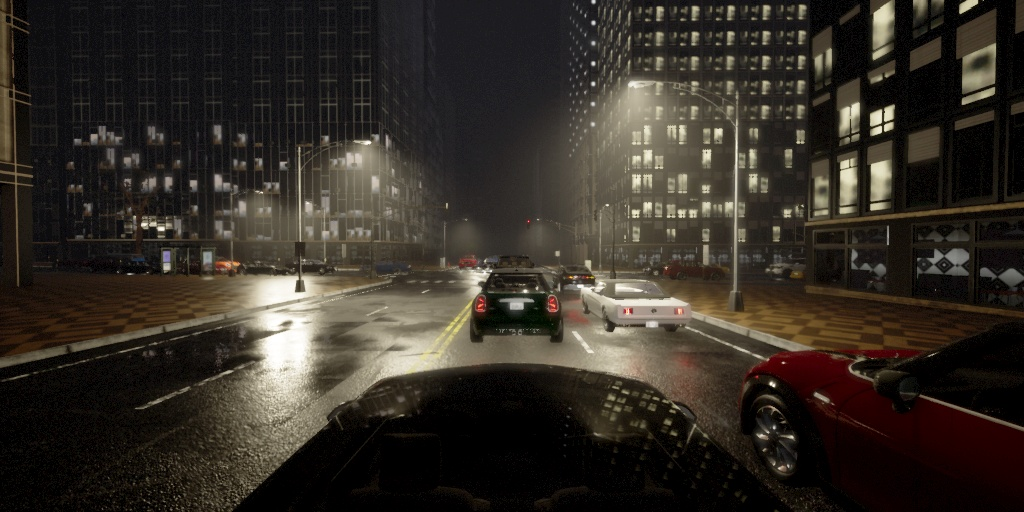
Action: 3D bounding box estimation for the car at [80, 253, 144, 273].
[{"bbox_3d":[-39.386,0.763,35.813,4.553,1.767,2.097,1,1,1],"label":"car"}]

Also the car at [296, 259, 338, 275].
[{"bbox_3d":[-19.774,1.081,35.389,4.902,1.511,2.128,1,1,1],"label":"car"}]

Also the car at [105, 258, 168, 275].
[{"bbox_3d":[-34.063,1.068,33.062,4.313,1.339,1.948,0,0,1],"label":"car"}]

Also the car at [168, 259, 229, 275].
[{"bbox_3d":[-28.383,1.137,32.883,4.207,1.307,1.802,0,0,1],"label":"car"}]

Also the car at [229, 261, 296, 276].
[{"bbox_3d":[-22.699,1.173,32.744,4.313,1.339,1.948,0,0,1],"label":"car"}]

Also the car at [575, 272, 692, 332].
[{"bbox_3d":[3.360,1.347,10.796,1.895,1.301,4.718,0,0,0],"label":"car"}]

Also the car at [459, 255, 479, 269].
[{"bbox_3d":[-6.543,0.935,53.938,2.150,2.045,5.566,0,0,0],"label":"car"}]

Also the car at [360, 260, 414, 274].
[{"bbox_3d":[-13.352,1.143,38.457,5.357,1.411,2.033,1,1,1],"label":"car"}]

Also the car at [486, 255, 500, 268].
[{"bbox_3d":[-3.260,0.925,62.565,2.150,2.045,5.566,0,0,0],"label":"car"}]

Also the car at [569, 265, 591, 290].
[{"bbox_3d":[3.369,1.245,20.053,1.837,1.490,4.892,0,0,0],"label":"car"}]

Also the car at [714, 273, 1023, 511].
[{"bbox_3d":[3.350,1.102,1.778,2.097,1.767,4.553,0,0,0],"label":"car"}]

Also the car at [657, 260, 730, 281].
[{"bbox_3d":[16.225,1.268,32.175,5.009,1.841,2.192,0,0,1],"label":"car"}]

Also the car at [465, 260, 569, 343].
[{"bbox_3d":[0.108,1.099,9.848,2.097,1.767,4.553,0,0,0],"label":"car"}]

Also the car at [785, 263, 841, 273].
[{"bbox_3d":[27.674,1.578,31.966,4.829,1.417,1.751,0,0,1],"label":"car"}]

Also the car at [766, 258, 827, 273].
[{"bbox_3d":[30.010,1.202,37.685,5.566,2.045,2.150,1,1,2],"label":"car"}]

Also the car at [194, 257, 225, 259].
[{"bbox_3d":[-29.392,0.854,35.593,4.553,1.767,2.097,1,1,1],"label":"car"}]

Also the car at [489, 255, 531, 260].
[{"bbox_3d":[0.118,0.963,19.560,2.150,2.045,5.566,0,0,0],"label":"car"}]

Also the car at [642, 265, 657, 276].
[{"bbox_3d":[16.386,1.366,37.945,4.892,1.490,1.837,0,1,1],"label":"car"}]

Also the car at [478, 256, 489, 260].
[{"bbox_3d":[-3.291,1.206,52.402,2.128,1.511,4.902,0,0,0],"label":"car"}]

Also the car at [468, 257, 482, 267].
[{"bbox_3d":[-6.497,1.054,63.536,2.097,1.767,4.553,0,0,0],"label":"car"}]
